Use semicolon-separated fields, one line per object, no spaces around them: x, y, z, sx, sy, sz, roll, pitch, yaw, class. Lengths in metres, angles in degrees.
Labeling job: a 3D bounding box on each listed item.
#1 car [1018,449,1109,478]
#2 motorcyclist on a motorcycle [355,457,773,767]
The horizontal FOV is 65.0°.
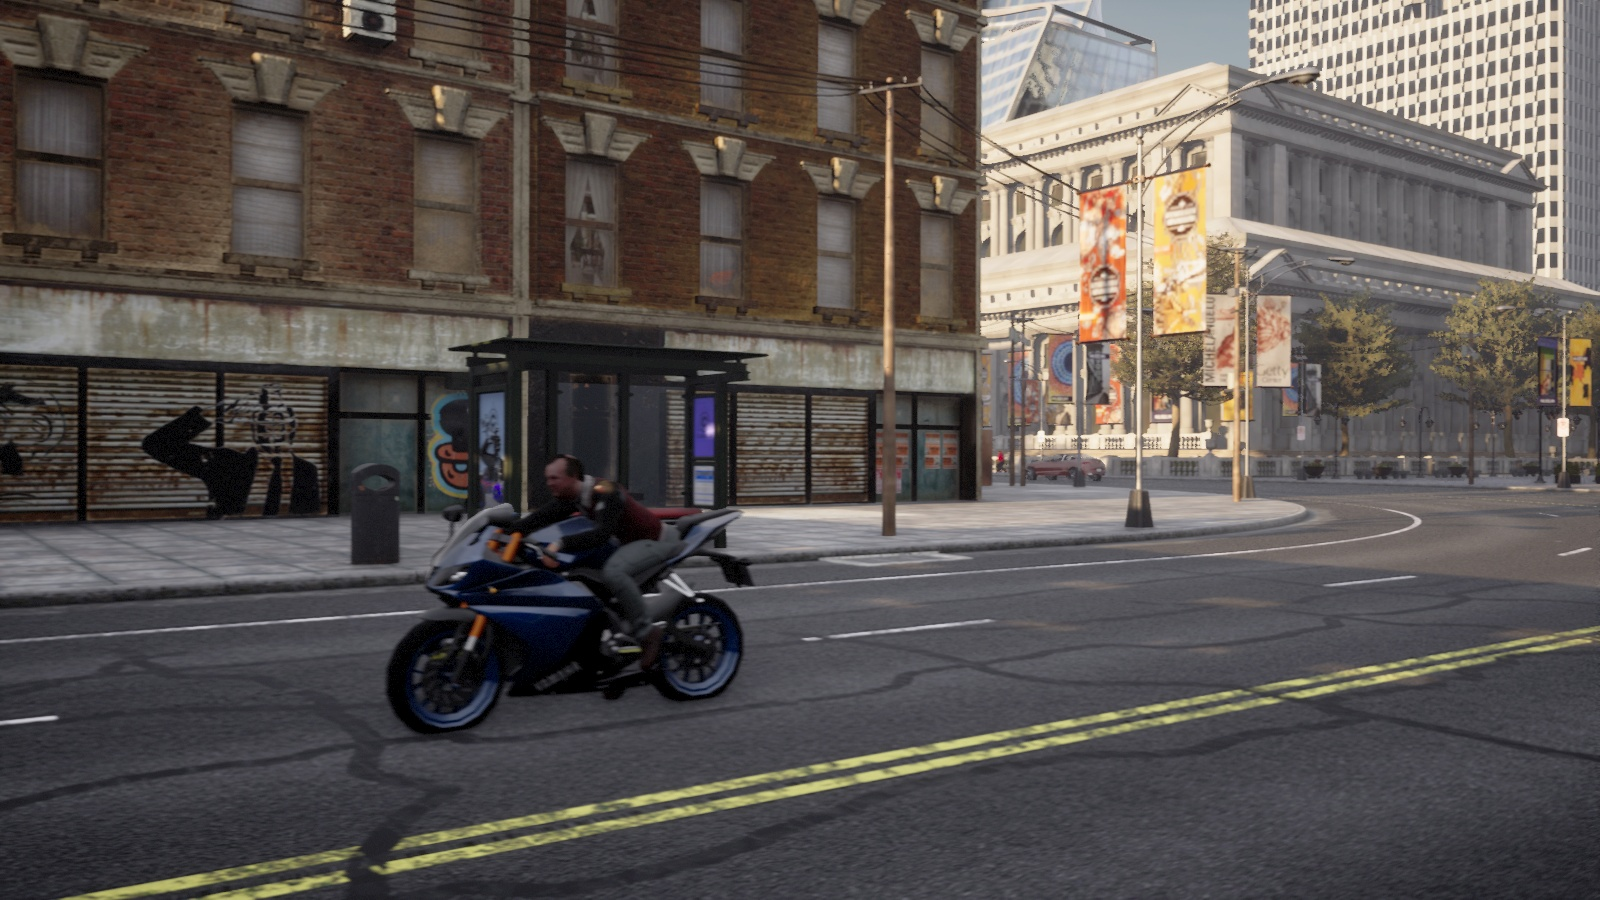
15.425;0.778;73.644;2.152;1.651;5.027;0;0;-38;car
-1.305;0.807;7.204;2.191;1.530;0.866;0;0;-36;motorcyclist on a motorcycle
